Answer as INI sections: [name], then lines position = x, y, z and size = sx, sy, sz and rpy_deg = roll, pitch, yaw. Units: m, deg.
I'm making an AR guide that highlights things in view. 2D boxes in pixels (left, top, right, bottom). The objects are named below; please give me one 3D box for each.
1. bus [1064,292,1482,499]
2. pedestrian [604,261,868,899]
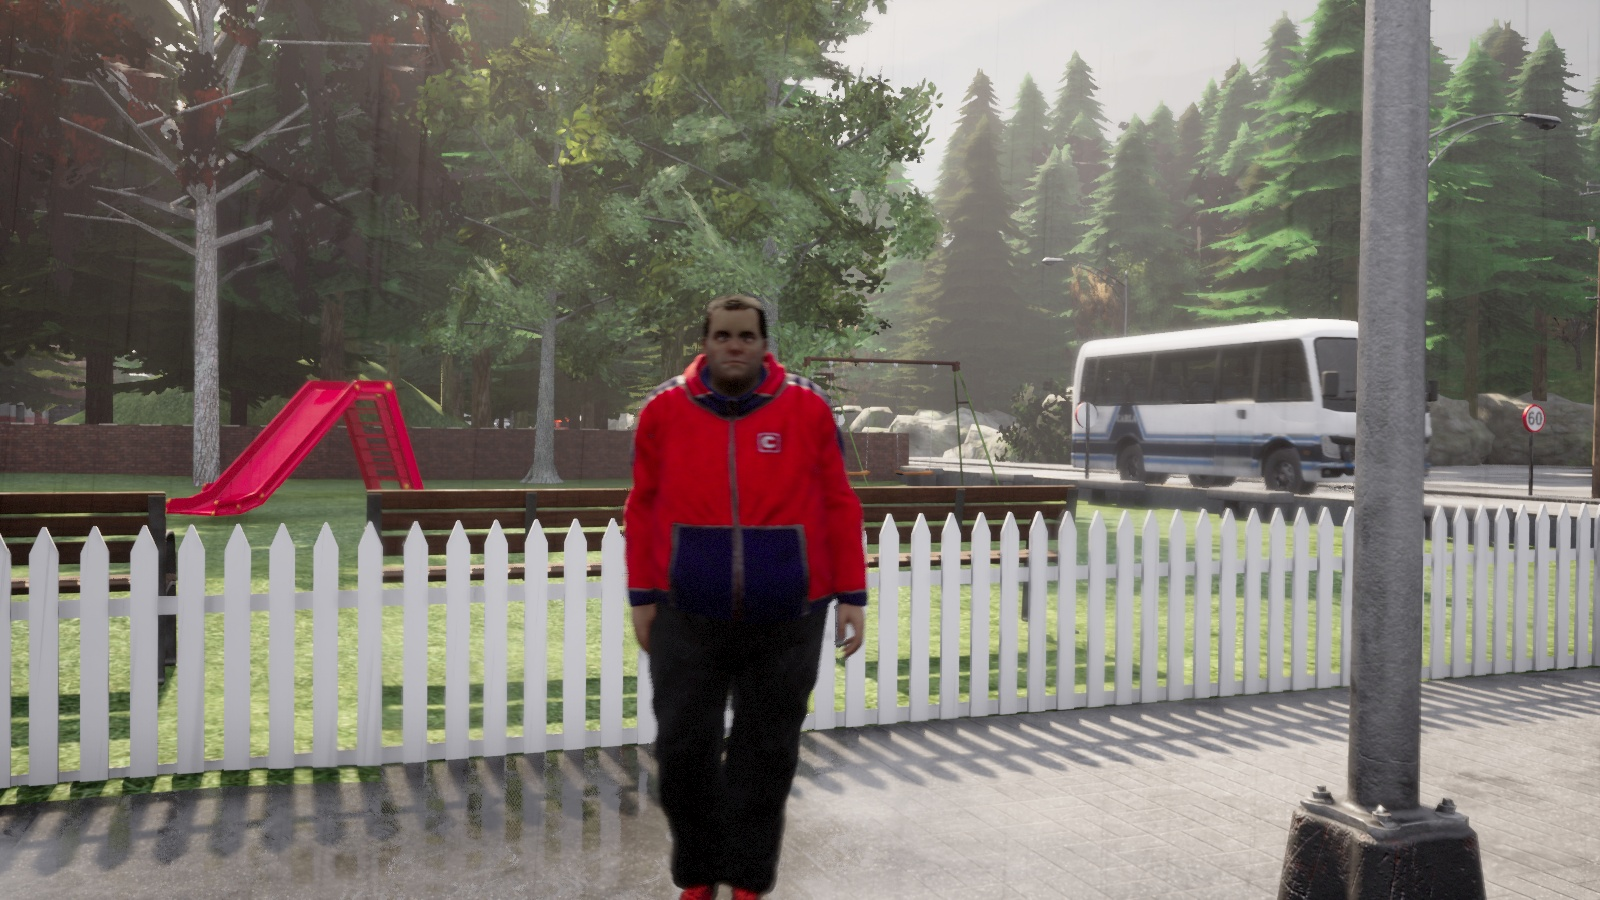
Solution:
[bus]
position = 11.142, -1.209, 31.373
size = 3.944, 4.253, 10.273
rpy_deg = -1, 1, -21
[pedestrian]
position = -0.170, 0.452, 3.553
size = 0.634, 1.844, 0.899
rpy_deg = -1, 1, -2
